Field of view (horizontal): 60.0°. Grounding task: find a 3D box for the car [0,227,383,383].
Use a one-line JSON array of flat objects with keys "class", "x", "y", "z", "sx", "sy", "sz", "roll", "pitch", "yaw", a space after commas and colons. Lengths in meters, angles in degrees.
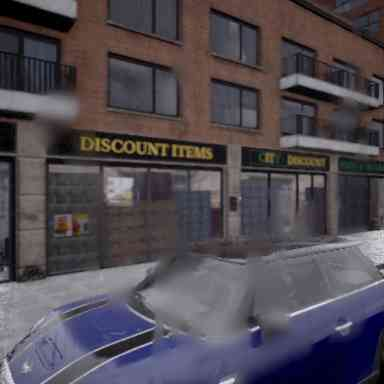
[{"class": "car", "x": 0.438, "y": 1.348, "z": 3.675, "sx": 4.553, "sy": 1.767, "sz": 2.097, "roll": 0, "pitch": 0, "yaw": -35}]
